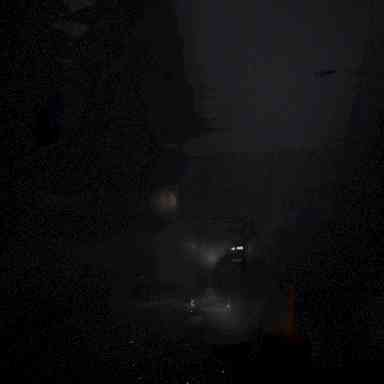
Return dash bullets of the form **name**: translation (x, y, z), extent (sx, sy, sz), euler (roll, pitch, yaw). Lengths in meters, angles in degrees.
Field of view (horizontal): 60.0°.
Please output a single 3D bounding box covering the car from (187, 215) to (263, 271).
- **car**: translation (1.293, 1.563, 11.397), extent (2.128, 1.511, 4.902), euler (0, 0, 18)
